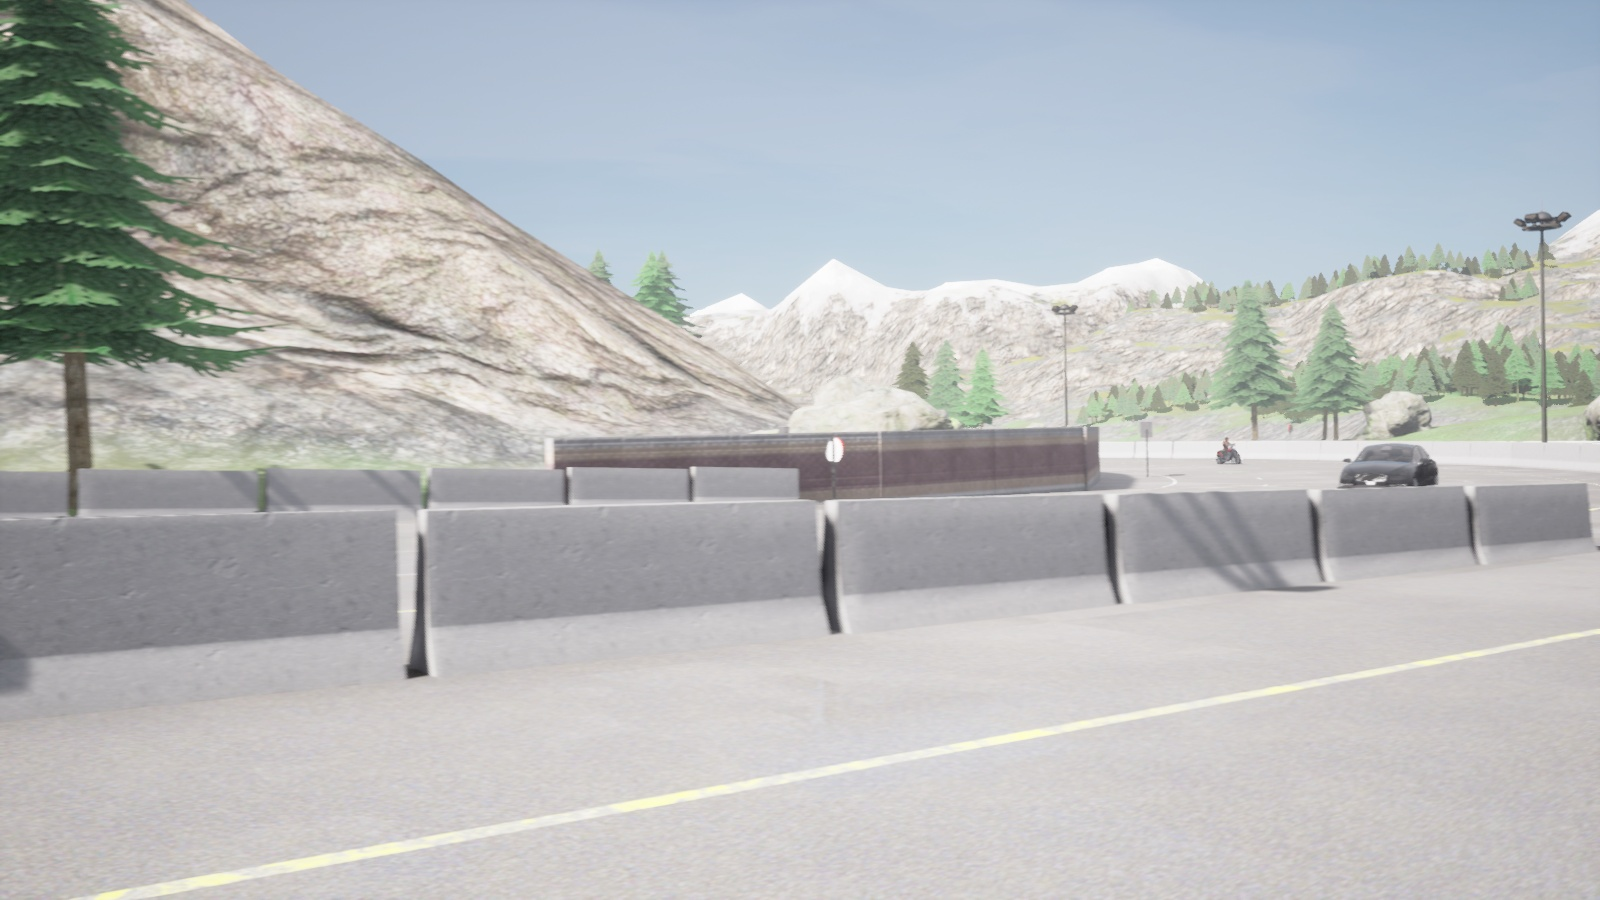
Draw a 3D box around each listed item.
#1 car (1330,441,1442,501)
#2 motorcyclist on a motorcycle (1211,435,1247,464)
[{"bbox_3d":[16.201,0.518,34.562,1.837,1.490,4.892,0,1,37],"label":"car"},{"bbox_3d":[24.612,-0.043,72.097,0.766,1.649,2.350,-2,1,-13],"label":"motorcyclist on a motorcycle"}]
